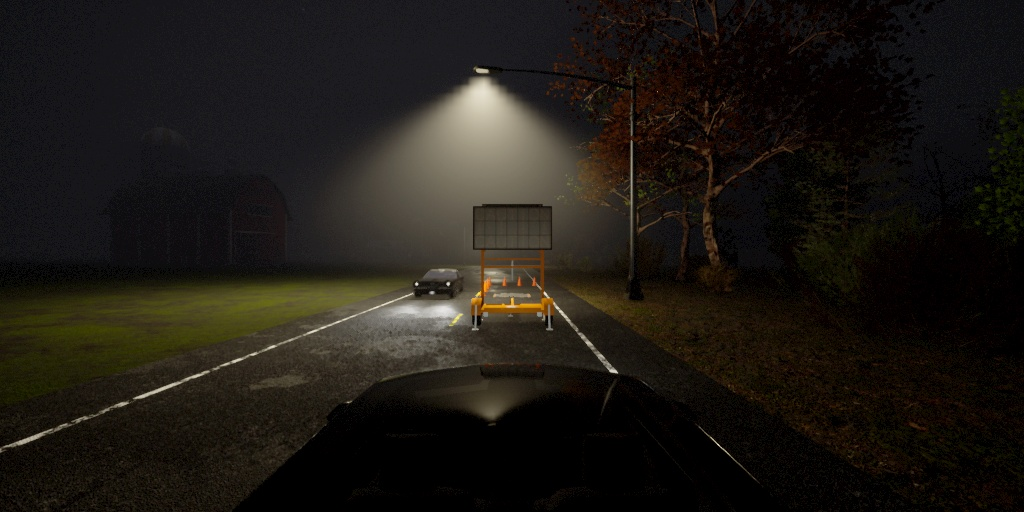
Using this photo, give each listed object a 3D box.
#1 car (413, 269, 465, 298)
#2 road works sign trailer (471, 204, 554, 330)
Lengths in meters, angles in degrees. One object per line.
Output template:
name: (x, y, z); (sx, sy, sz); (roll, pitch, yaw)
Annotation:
car: (-3.601, 1.346, 18.397); (1.895, 1.301, 4.718); (0, 0, 0)
road works sign trailer: (0.012, 0.212, 11.053); (2.380, 3.560, 2.880); (0, 0, 0)
